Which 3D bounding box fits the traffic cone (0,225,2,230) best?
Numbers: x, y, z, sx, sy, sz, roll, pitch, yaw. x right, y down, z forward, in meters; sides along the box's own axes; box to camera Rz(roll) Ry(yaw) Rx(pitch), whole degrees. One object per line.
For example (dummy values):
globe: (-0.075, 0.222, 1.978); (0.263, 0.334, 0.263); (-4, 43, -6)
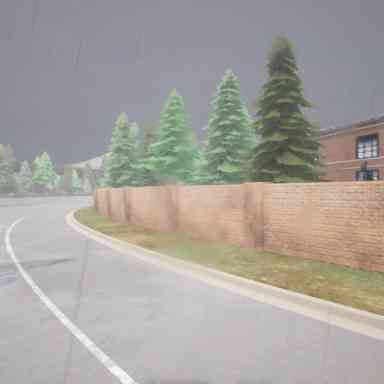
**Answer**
traffic cone: (-11.653, 1.976, 20.065); (0.340, 0.580, 0.340); (0, 0, -31)
